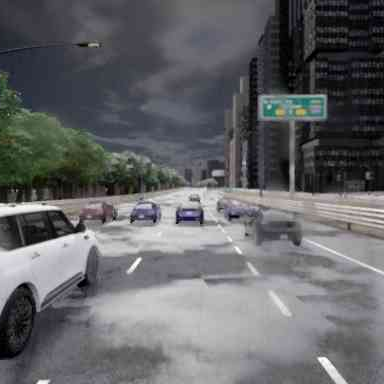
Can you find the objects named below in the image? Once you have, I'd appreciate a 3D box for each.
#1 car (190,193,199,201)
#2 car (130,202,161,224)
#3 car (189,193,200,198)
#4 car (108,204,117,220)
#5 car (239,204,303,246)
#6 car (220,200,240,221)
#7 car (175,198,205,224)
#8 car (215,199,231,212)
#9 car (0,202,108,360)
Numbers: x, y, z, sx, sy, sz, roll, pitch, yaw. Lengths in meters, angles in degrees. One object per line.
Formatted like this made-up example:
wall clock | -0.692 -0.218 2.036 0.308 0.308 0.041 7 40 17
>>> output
car | 0.584 1.060 74.319 1.882 1.535 5.008 0 1 1
car | -3.335 1.468 24.383 1.812 1.442 4.674 0 0 0
car | 0.442 1.270 58.028 1.812 1.442 4.674 0 1 1
car | -6.834 1.467 24.422 1.812 1.442 4.674 0 0 0
car | 3.524 1.474 15.124 1.837 1.490 4.892 0 0 0
car | 3.571 1.538 26.126 1.895 1.301 4.718 0 0 0
car | -0.128 1.446 24.535 2.163 1.488 4.792 0 0 2
car | 3.644 1.438 37.067 2.033 1.411 5.357 0 0 0
car | -3.395 1.211 6.081 2.150 2.045 5.566 0 0 0
